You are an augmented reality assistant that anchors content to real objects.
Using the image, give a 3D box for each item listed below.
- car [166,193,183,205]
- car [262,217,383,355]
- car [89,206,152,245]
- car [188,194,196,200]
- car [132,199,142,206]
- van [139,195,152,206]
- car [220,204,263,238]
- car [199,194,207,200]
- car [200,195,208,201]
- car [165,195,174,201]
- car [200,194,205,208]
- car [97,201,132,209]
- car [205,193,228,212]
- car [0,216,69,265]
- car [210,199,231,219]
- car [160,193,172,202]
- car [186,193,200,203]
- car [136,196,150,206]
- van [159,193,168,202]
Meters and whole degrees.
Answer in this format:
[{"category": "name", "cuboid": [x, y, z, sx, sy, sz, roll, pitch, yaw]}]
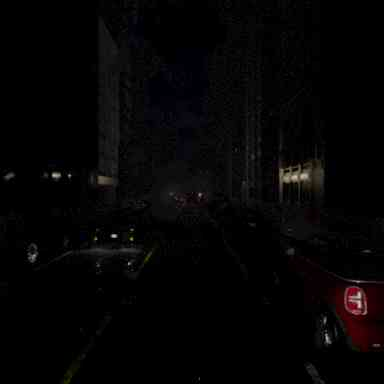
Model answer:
[{"category": "car", "cuboid": [-3.025, 1.409, 57.764, 1.837, 1.490, 4.892, 0, 0, 1]}, {"category": "car", "cuboid": [2.766, 1.427, 6.075, 1.967, 1.590, 4.097, 0, 0, 0]}, {"category": "car", "cuboid": [-3.093, 1.534, 15.113, 1.994, 1.385, 4.181, 0, 0, 0]}, {"category": "car", "cuboid": [0.033, 1.221, 81.204, 1.837, 1.490, 4.892, 0, 0, 0]}, {"category": "car", "cuboid": [-5.751, 1.529, 28.502, 1.802, 1.307, 4.206, 0, 0, 0]}, {"category": "van", "cuboid": [-5.746, 1.272, 39.720, 1.690, 1.788, 3.998, 0, 0, 0]}, {"category": "car", "cuboid": [2.770, 1.532, 17.293, 1.947, 1.339, 4.313, 0, 0, 0]}, {"category": "car", "cuboid": [2.797, 1.311, 84.602, 1.967, 1.590, 4.097, 0, 0, 0]}, {"category": "car", "cuboid": [2.795, 1.422, 78.993, 1.887, 1.381, 4.507, 0, 0, 0]}, {"category": "car", "cuboid": [-5.728, 1.422, 84.596, 2.008, 1.369, 4.403, 0, 0, 0]}, {"category": "car", "cuboid": [2.368, 1.378, 46.090, 1.801, 1.575, 5.366, 0, 0, 0]}, {"category": "car", "cuboid": [-5.753, 1.507, 22.892, 2.008, 1.369, 4.403, 0, 0, 0]}, {"category": "car", "cuboid": [2.777, 1.254, 34.120, 2.192, 1.841, 5.009, 0, 0, 0]}, {"category": "car", "cuboid": [-5.757, 1.542, 11.673, 1.947, 1.339, 4.313, 0, 0, 0]}, {"category": "car", "cuboid": [2.774, 1.529, 28.511, 1.802, 1.307, 4.206, 0, 0, 0]}, {"category": "car", "cuboid": [-5.733, 1.200, 73.377, 2.192, 1.841, 5.009, 0, 0, 0]}, {"category": "car", "cuboid": [0.025, 1.124, 63.833, 2.150, 2.045, 5.566, 0, 0, 0]}, {"category": "car", "cuboid": [-5.748, 1.465, 33.941, 1.752, 1.417, 4.829, 0, 0, 0]}, {"category": "van", "cuboid": [-5.735, 1.233, 67.768, 1.690, 1.788, 3.998, 0, 0, 0]}]
